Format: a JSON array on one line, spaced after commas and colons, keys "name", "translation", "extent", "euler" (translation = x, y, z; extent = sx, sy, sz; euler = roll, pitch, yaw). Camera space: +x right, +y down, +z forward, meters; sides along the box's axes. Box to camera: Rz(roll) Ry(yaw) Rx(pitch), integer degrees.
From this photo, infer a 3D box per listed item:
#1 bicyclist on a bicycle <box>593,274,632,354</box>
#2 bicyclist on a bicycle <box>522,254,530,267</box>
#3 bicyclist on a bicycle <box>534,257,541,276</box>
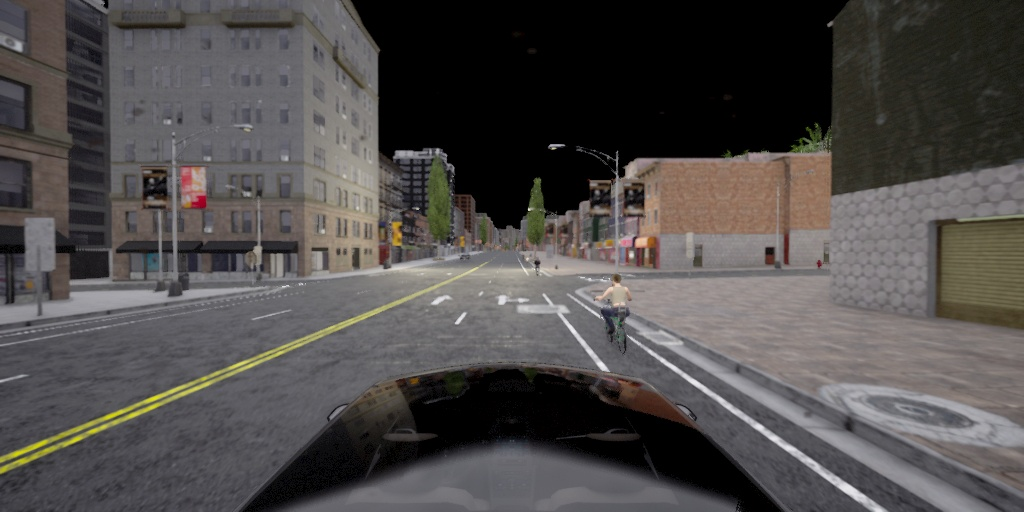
[{"name": "bicyclist on a bicycle", "translation": [2.230, 1.181, 7.741], "extent": [0.866, 1.612, 1.509], "euler": [0, 0, 0]}, {"name": "bicyclist on a bicycle", "translation": [2.255, 0.842, 52.064], "extent": [0.866, 1.612, 1.509], "euler": [0, 1, 0]}, {"name": "bicyclist on a bicycle", "translation": [2.278, 0.987, 32.555], "extent": [0.659, 1.776, 1.843], "euler": [2, -2, 0]}]
